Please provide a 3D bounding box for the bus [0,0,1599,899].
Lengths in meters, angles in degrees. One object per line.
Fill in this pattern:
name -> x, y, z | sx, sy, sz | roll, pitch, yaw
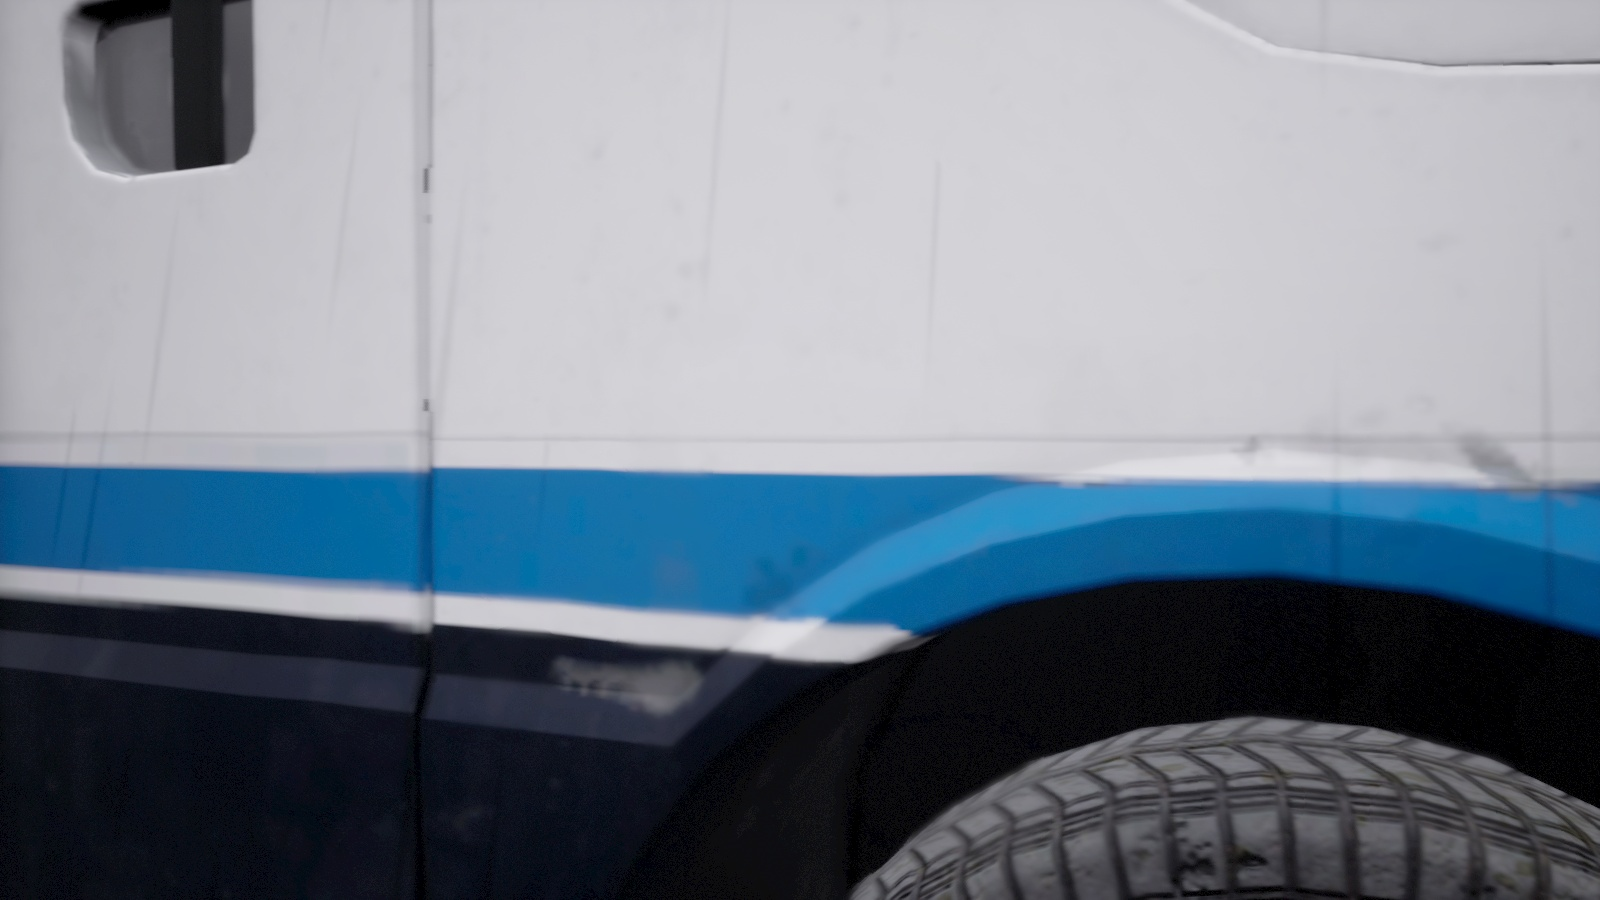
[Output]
bus -> -1.670, -0.612, 3.695 | 10.273, 4.253, 3.944 | 1, 1, 25
